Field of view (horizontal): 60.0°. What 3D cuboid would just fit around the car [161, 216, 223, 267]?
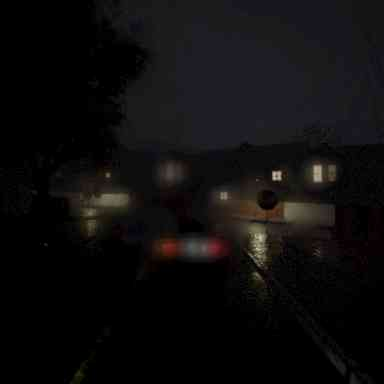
[{"bbox_3d":[0.030,1.539,11.392,2.033,1.411,5.357,0,0,1],"label":"car"}]

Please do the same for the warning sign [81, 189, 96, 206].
[{"bbox_3d":[-12.311,0.653,39.458,1.060,1.860,1.300,-1,1,32],"label":"warning sign"}]
